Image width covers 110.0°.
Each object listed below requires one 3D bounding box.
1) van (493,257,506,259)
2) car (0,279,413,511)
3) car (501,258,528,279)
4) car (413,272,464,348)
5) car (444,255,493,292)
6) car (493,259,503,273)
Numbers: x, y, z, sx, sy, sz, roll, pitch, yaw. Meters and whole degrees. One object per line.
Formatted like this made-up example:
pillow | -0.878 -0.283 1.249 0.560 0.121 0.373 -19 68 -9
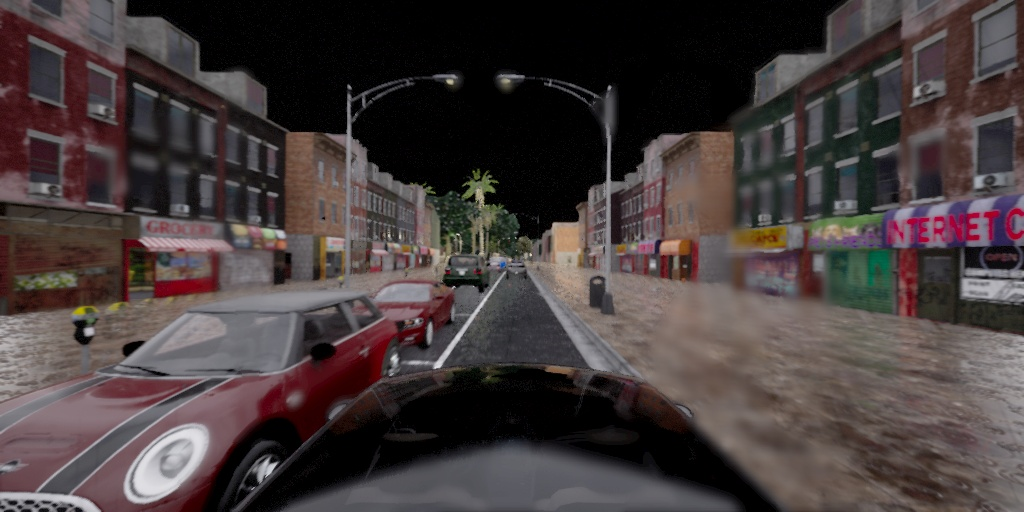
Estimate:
van | -2.105 1.088 47.413 1.690 1.789 3.998 0 0 1
car | -2.641 1.163 3.705 1.967 1.591 4.097 0 0 1
car | 0.429 1.245 32.779 2.128 1.511 4.902 1 0 1
car | -2.574 1.268 9.170 1.888 1.381 4.507 0 0 1
car | -2.531 0.945 21.014 2.150 2.045 5.566 1 0 1
car | -2.172 1.320 41.949 1.802 1.307 4.207 0 0 1
